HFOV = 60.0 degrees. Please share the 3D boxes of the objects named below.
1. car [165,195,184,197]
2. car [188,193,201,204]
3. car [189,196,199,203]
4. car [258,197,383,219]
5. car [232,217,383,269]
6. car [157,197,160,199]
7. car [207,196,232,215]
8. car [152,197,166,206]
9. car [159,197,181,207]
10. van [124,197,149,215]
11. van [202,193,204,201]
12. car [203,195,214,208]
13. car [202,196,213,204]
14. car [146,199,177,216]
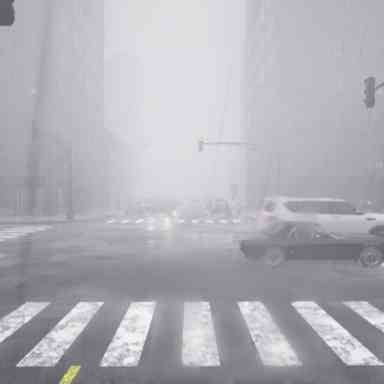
[{"bbox_3d":[-2.808,1.569,53.810,2.033,1.411,5.357,0,0,1],"label":"car"},{"bbox_3d":[0.435,1.530,63.364,1.837,1.490,4.892,0,0,0],"label":"car"},{"bbox_3d":[0.397,1.565,74.170,2.033,1.411,5.357,0,0,0],"label":"car"},{"bbox_3d":[5.540,1.236,13.906,5.566,2.045,2.150,0,0,0],"label":"car"},{"bbox_3d":[3.757,1.613,10.651,4.718,1.301,1.895,0,0,0],"label":"car"},{"bbox_3d":[-5.624,1.585,44.700,1.947,1.339,4.313,0,0,0],"label":"car"},{"bbox_3d":[2.841,1.454,33.320,1.967,1.590,4.097,0,0,0],"label":"car"},{"bbox_3d":[-5.564,1.588,56.037,1.947,1.339,4.313,0,0,0],"label":"car"},{"bbox_3d":[-2.873,1.619,43.120,1.895,1.301,4.718,0,0,1],"label":"car"},{"bbox_3d":[-5.685,1.355,33.364,1.690,1.788,3.998,0,0,0],"label":"van"},{"bbox_3d":[2.962,1.363,55.997,1.690,1.788,3.998,0,0,0],"label":"van"},{"bbox_3d":[2.901,1.459,44.658,1.967,1.590,4.097,0,0,0],"label":"car"},{"bbox_3d":[3.023,1.575,67.335,2.008,1.369,4.403,0,0,0],"label":"car"},{"bbox_3d":[-2.927,1.614,33.137,1.895,1.301,4.718,0,0,3],"label":"car"}]
